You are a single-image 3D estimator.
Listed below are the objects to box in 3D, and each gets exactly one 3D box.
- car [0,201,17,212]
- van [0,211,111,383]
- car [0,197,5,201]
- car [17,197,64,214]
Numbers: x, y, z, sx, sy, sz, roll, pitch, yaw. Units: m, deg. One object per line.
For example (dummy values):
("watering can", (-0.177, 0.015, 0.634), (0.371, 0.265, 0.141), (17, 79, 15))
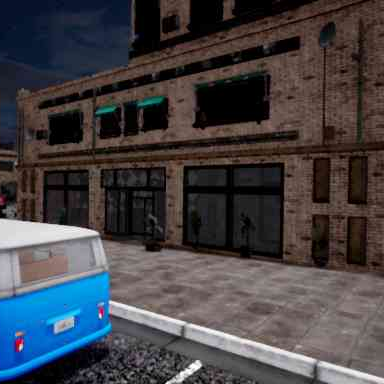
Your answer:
("car", (-16.147, 1.777, 31.289), (1.947, 1.339, 4.313), (0, 0, 36))
("van", (-3.020, 1.337, 5.016), (3.998, 1.788, 1.690), (0, 1, 36))
("car", (-22.898, 1.390, 36.248), (2.192, 1.841, 5.009), (0, 0, 36))
("car", (-17.667, 1.520, 38.984), (2.097, 1.767, 4.553), (1, 0, 36))
